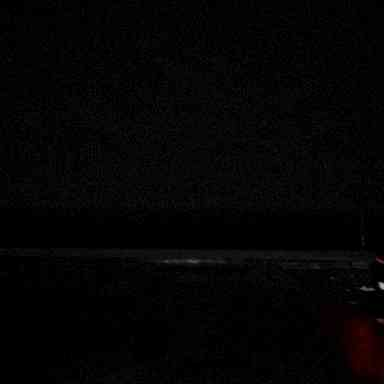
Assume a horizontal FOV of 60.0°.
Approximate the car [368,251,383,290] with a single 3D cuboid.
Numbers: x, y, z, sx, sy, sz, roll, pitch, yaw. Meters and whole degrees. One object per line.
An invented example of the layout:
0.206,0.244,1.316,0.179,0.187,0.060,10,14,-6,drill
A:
6.125,1.640,6.488,4.902,1.511,2.128,1,-1,0,car
